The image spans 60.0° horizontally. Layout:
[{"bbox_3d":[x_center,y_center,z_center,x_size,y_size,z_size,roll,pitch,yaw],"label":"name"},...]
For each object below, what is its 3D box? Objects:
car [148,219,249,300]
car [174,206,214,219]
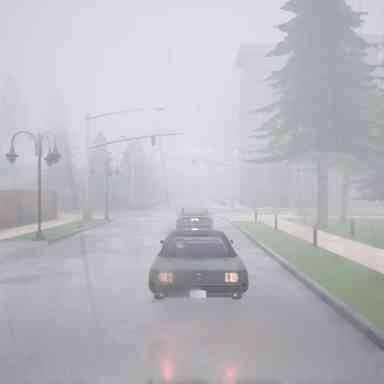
[{"bbox_3d":[0.118,1.601,8.366,1.895,1.301,4.718,0,0,0],"label":"car"},{"bbox_3d":[0.131,1.505,17.627,1.837,1.490,4.892,0,0,0],"label":"car"}]
